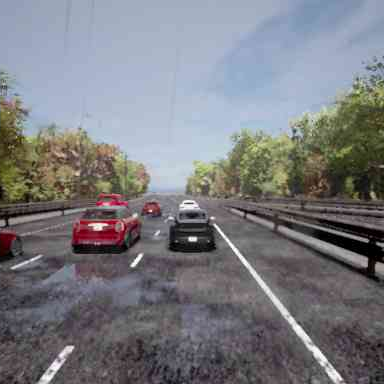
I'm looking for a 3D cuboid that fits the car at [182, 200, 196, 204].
[{"bbox_3d":[-0.289,1.542,32.247,1.812,1.442,4.674,0,0,-1],"label":"car"}]

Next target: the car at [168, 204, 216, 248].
[{"bbox_3d":[0.001,1.509,14.828,1.837,1.490,4.892,0,0,-1],"label":"car"}]

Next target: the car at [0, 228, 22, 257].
[{"bbox_3d":[-6.953,1.529,9.933,1.812,1.442,4.674,0,0,0],"label":"car"}]

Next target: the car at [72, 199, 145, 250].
[{"bbox_3d":[-3.496,1.357,14.434,2.097,1.767,4.553,0,0,-1],"label":"car"}]

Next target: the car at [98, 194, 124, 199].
[{"bbox_3d":[-7.250,1.238,30.477,2.150,2.045,5.566,0,0,-1],"label":"car"}]

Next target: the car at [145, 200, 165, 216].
[{"bbox_3d":[-3.793,1.544,32.369,1.812,1.442,4.674,0,0,-1],"label":"car"}]
